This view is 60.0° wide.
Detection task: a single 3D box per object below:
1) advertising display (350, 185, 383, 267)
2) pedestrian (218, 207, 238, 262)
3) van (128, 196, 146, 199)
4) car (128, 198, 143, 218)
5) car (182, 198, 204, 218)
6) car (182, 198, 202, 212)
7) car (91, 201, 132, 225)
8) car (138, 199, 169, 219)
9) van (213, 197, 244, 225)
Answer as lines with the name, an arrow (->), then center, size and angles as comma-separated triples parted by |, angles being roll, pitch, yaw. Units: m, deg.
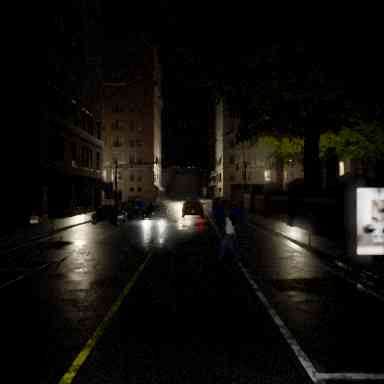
advertising display -> 5.632, 1.024, 10.087 | 1.540, 2.440, 0.280 | 0, 0, 0
pedestrian -> 1.133, 1.290, 10.527 | 0.375, 1.860, 0.375 | 0, 0, -10
van -> -5.852, 1.318, 35.251 | 1.690, 1.788, 3.998 | 0, 0, 0
car -> -5.853, 1.528, 29.591 | 1.887, 1.381, 4.507 | 0, 0, 0
car -> 0.080, 1.460, 30.177 | 1.882, 1.535, 5.008 | 0, 0, 1
car -> 0.001, 1.461, 39.596 | 2.128, 1.511, 4.902 | 0, 0, 0
car -> -5.853, 1.555, 23.932 | 1.947, 1.339, 4.313 | 0, 0, 0
car -> -3.078, 1.549, 28.516 | 1.994, 1.385, 4.181 | 0, 0, 0
van -> 2.672, 1.330, 23.943 | 1.690, 1.788, 3.998 | 0, 0, 0
